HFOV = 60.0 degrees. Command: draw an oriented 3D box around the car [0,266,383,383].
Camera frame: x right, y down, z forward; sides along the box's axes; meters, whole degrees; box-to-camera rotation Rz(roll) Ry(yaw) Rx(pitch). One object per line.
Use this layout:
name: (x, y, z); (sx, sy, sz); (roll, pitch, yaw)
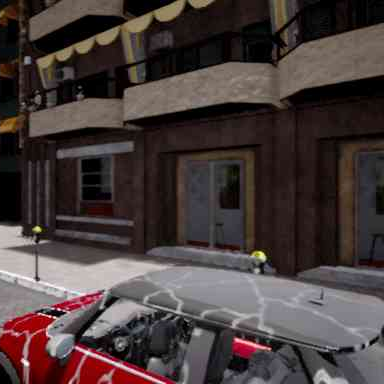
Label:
car: (-0.187, 1.436, 3.007); (4.097, 1.590, 1.967); (0, 0, 35)
